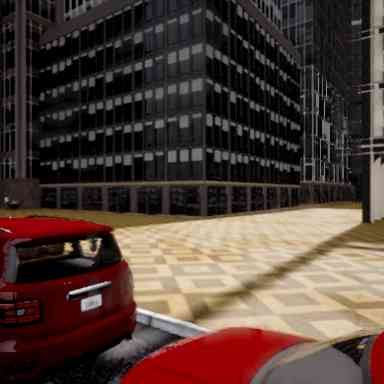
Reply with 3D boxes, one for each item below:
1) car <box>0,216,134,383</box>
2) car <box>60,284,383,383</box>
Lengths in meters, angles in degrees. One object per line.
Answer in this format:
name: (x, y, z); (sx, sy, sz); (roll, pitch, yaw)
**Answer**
car: (-3.053, 1.291, 5.058); (5.009, 1.841, 2.192); (0, 0, 35)
car: (1.456, 1.546, 1.841); (4.507, 1.381, 1.887); (0, 0, 35)
